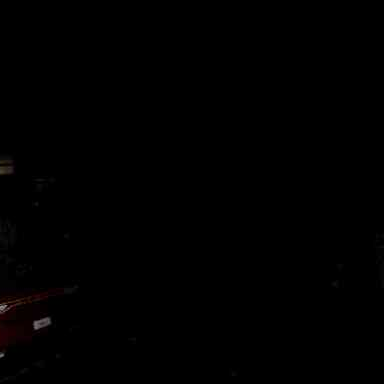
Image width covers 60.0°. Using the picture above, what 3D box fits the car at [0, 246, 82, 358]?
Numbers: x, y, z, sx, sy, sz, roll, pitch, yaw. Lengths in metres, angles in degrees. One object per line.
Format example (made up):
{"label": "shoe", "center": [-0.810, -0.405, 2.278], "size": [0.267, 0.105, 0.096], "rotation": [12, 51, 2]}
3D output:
{"label": "car", "center": [-3.774, 1.603, 5.656], "size": [4.507, 1.381, 1.887], "rotation": [-1, 0, 36]}
